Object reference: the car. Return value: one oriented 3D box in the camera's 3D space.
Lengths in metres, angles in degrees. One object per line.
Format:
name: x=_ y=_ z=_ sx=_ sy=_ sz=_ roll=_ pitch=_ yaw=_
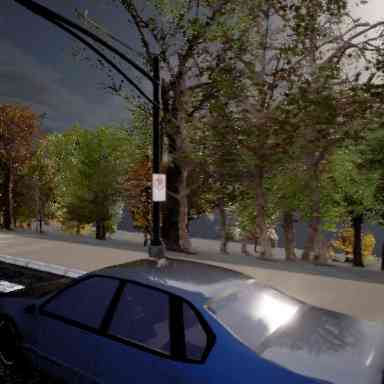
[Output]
car: x=-0.515 y=1.572 z=4.054 sx=5.357 sy=1.411 sz=2.033 roll=-1 pitch=0 yaw=35
